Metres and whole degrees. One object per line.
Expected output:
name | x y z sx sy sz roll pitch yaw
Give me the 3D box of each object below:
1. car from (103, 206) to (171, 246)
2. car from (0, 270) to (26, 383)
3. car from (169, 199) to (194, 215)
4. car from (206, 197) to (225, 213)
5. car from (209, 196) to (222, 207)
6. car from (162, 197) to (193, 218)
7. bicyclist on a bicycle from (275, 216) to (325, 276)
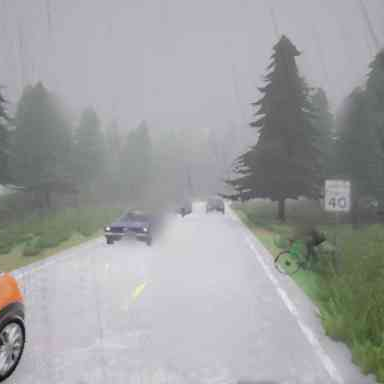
car | -2.351 1.494 14.840 1.895 1.301 4.718 1 0 4
car | -3.249 1.274 2.329 2.097 1.767 4.553 1 0 4
car | -0.978 1.415 33.227 1.994 1.385 4.181 1 0 5
car | 2.478 1.515 35.138 1.895 1.301 4.718 1 0 5
car | 3.480 1.358 49.057 1.882 1.535 5.008 1 0 5
car | -1.347 1.196 27.318 2.128 1.511 4.902 1 0 4
bicyclist on a bicycle | 3.068 1.472 8.954 1.656 1.620 0.582 1 0 4
